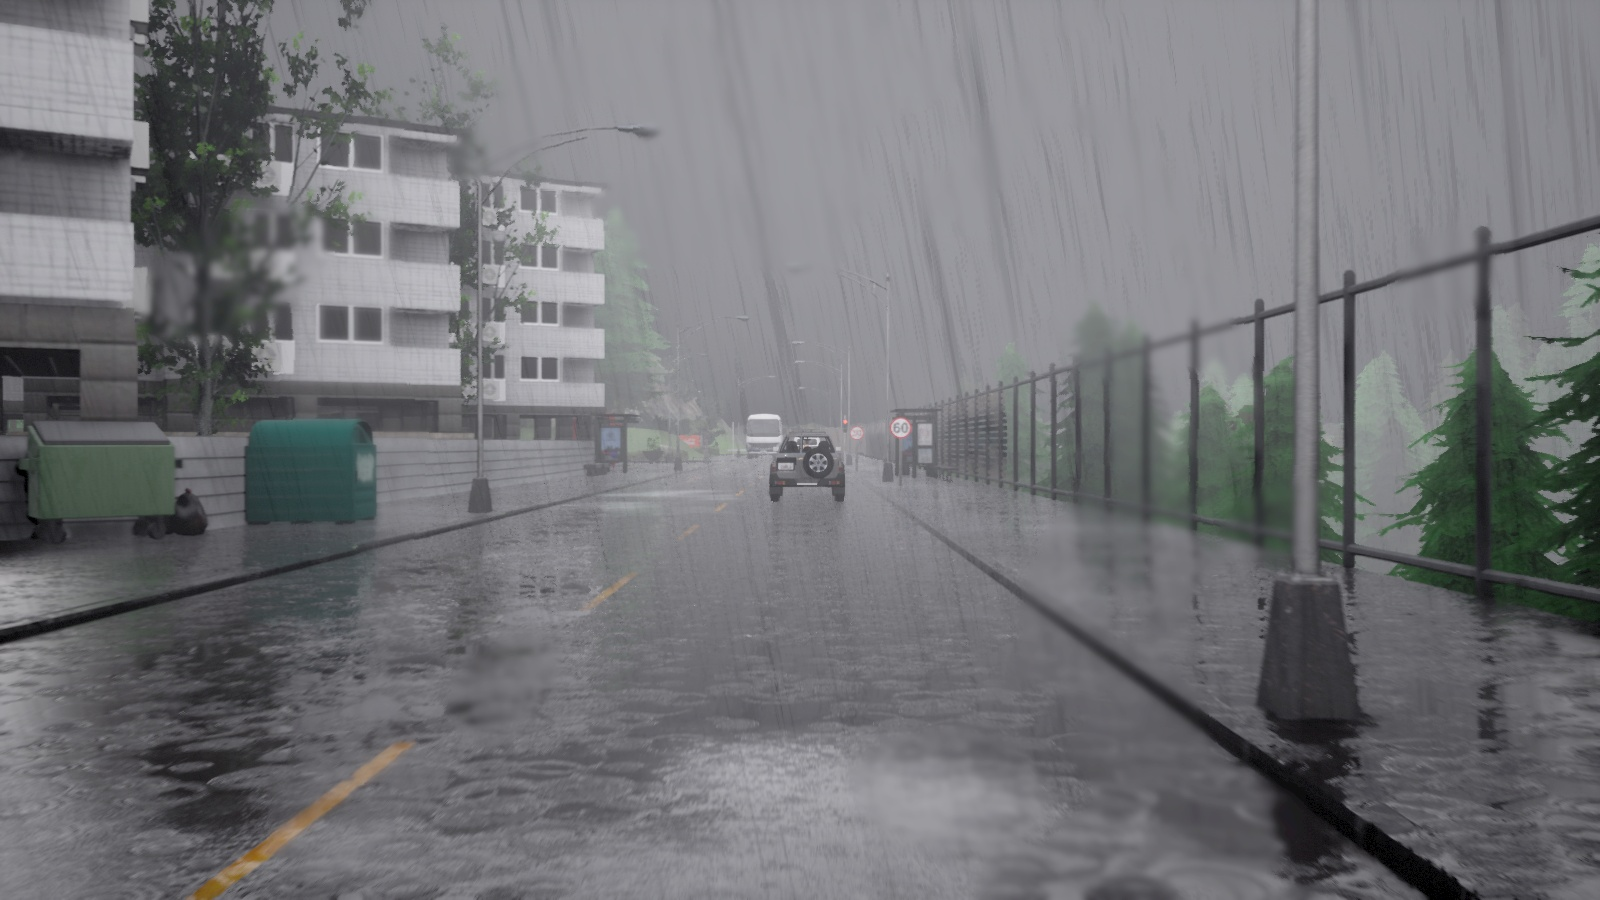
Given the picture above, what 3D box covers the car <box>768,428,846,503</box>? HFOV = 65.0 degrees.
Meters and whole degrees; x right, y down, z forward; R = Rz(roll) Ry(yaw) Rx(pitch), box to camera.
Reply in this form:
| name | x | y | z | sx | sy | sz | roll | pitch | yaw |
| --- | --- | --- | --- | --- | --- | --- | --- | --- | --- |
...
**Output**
| name | x | y | z | sx | sy | sz | roll | pitch | yaw |
| --- | --- | --- | --- | --- | --- | --- | --- | --- | --- |
| car | 0.192 | 0.376 | 33.272 | 1.932 | 1.855 | 4.605 | 0 | 0 | 0 |
